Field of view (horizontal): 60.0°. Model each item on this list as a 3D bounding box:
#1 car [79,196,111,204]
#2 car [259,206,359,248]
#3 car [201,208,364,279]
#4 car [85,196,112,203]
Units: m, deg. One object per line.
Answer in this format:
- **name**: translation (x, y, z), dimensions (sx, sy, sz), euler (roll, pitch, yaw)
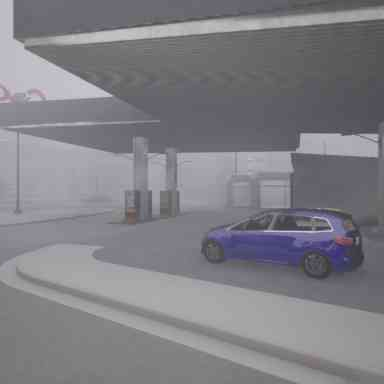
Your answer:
- **car**: translation (-18.897, 1.546, 64.041), dimensions (5.357, 1.411, 2.033), euler (0, 0, -39)
- **car**: translation (5.190, 1.456, 14.870), dimensions (3.806, 1.475, 1.970), euler (0, 0, 36)
- **car**: translation (2.451, 1.295, 9.763), dimensions (4.611, 1.667, 2.242), euler (0, 0, 36)
- **car**: translation (-18.957, 1.499, 67.681), dimensions (4.892, 1.490, 1.837), euler (0, 0, -41)
